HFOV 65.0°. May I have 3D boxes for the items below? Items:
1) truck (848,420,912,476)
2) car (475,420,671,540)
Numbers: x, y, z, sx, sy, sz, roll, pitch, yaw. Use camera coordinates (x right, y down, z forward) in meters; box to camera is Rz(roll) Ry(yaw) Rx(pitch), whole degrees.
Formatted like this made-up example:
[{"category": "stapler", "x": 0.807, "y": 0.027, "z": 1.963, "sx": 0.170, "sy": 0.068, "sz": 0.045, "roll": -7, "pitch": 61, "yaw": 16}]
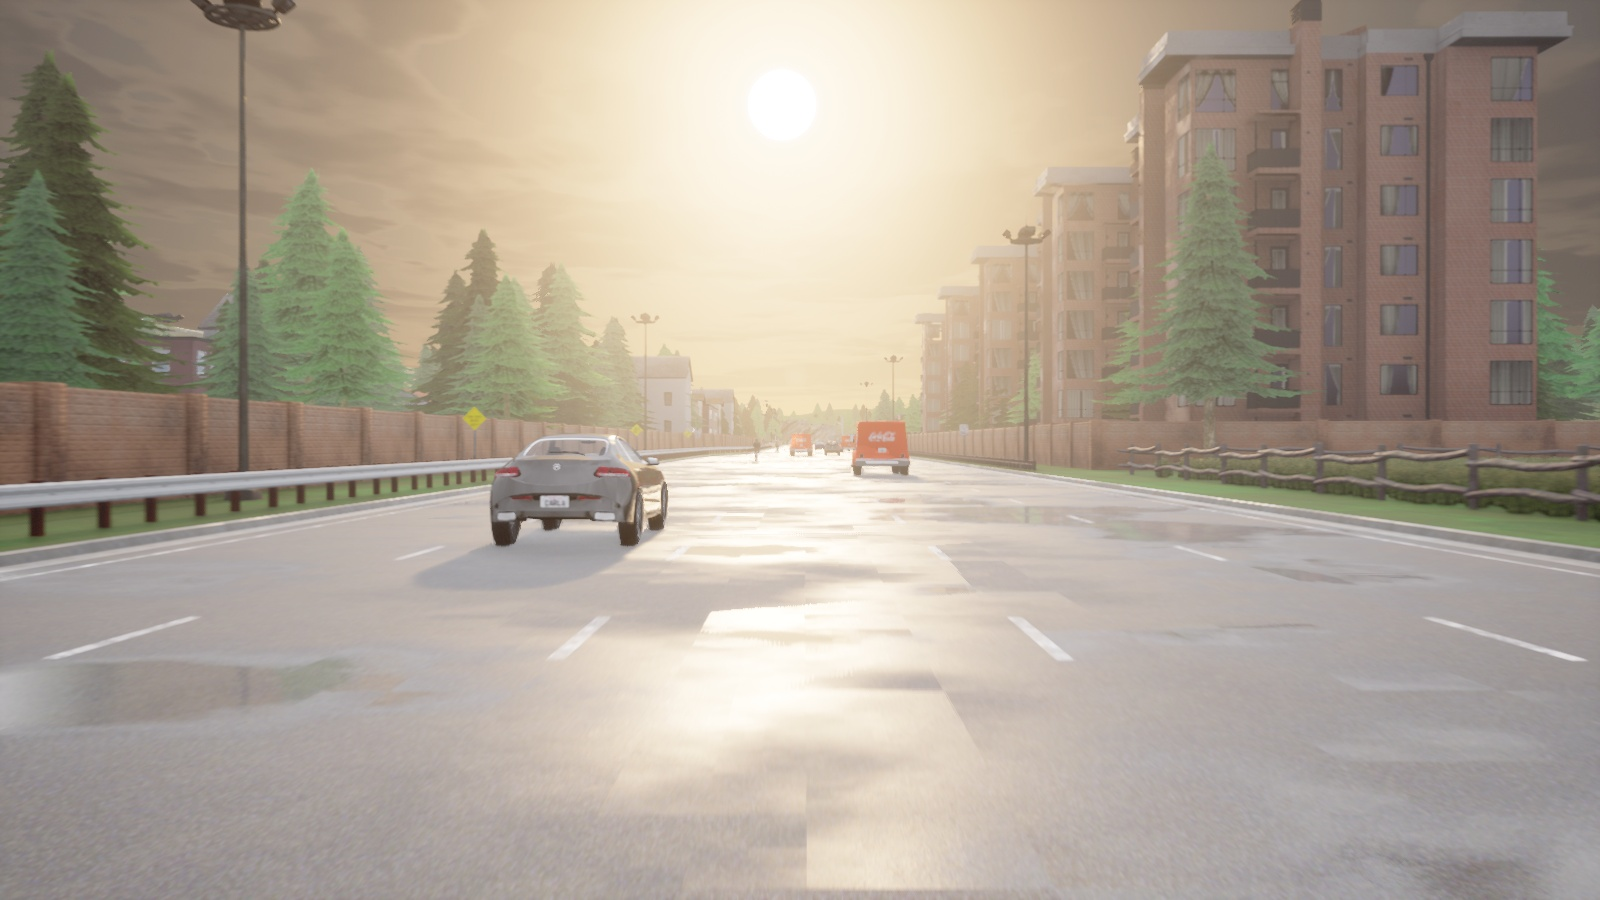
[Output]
[{"category": "truck", "x": 3.646, "y": -0.099, "z": 58.077, "sx": 2.627, "sy": 2.467, "sz": 5.204, "roll": 0, "pitch": 0, "yaw": 0}, {"category": "car", "x": -3.373, "y": 0.398, "z": 19.767, "sx": 2.152, "sy": 1.651, "sz": 5.027, "roll": 0, "pitch": 0, "yaw": 0}]
